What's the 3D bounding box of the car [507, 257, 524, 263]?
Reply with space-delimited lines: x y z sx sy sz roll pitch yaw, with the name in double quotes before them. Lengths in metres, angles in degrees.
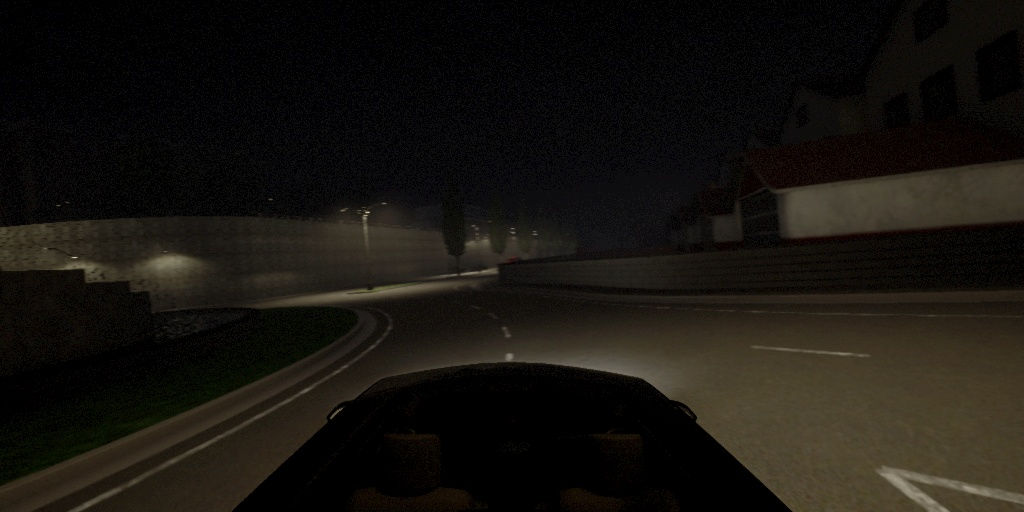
"car" 0.786 1.208 63.764 2.150 2.045 5.566 -5 0 19
